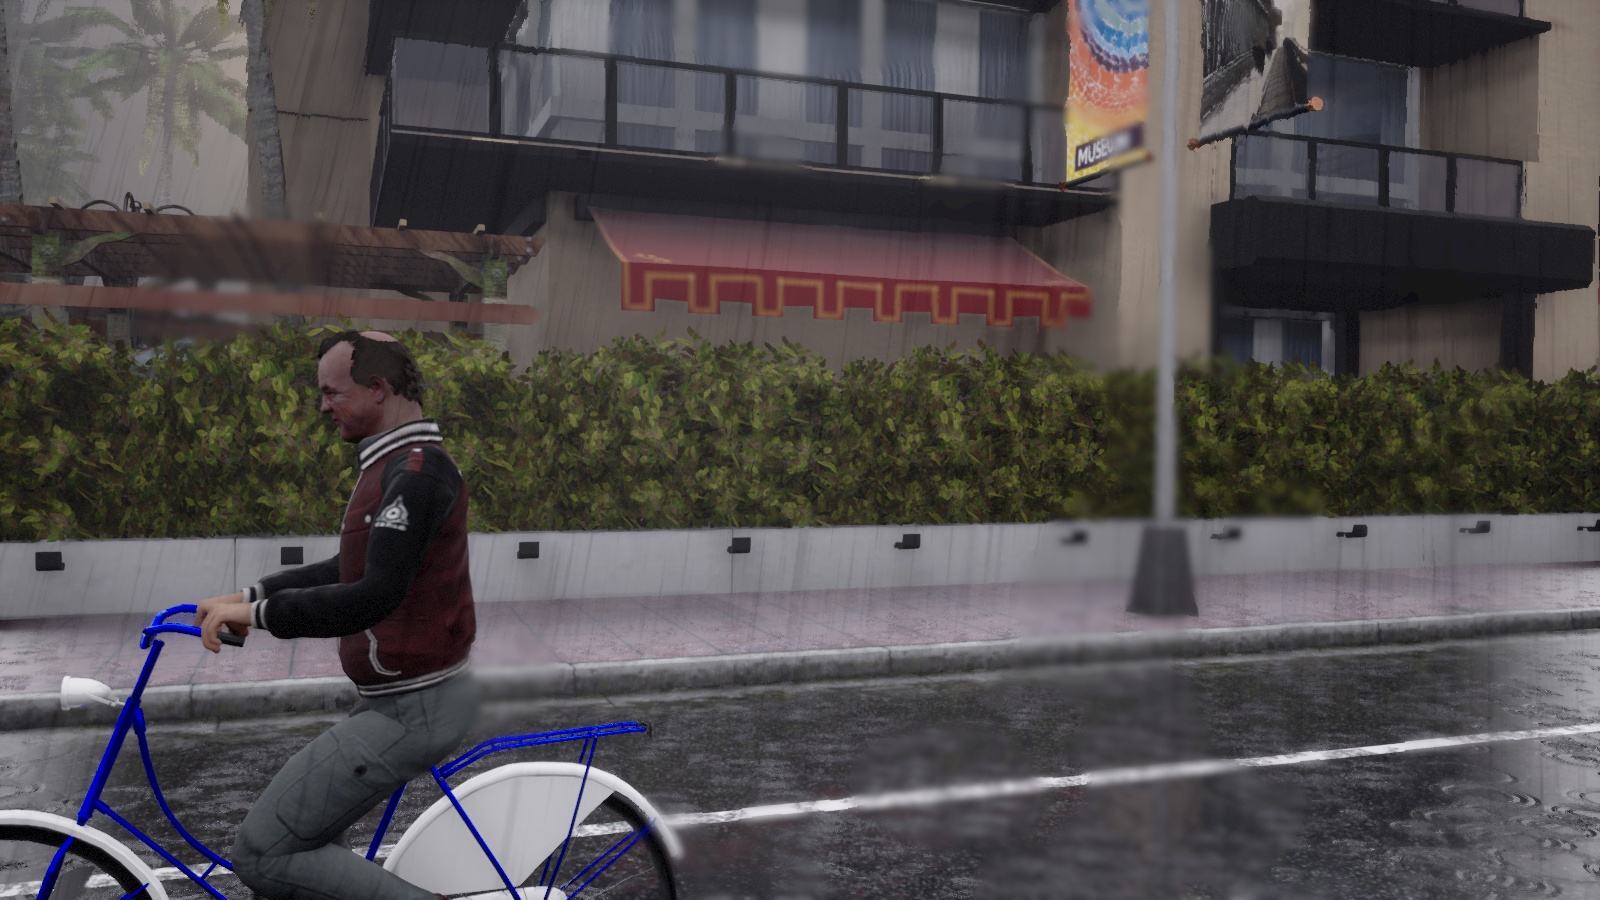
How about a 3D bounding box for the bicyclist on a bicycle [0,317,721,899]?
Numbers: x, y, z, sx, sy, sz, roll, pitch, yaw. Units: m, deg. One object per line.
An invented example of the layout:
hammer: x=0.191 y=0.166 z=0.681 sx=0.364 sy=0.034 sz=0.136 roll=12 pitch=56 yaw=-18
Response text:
bicyclist on a bicycle: x=-1.158 y=0.635 z=2.792 sx=1.843 sy=1.776 sz=0.659 roll=-1 pitch=1 yaw=-21
